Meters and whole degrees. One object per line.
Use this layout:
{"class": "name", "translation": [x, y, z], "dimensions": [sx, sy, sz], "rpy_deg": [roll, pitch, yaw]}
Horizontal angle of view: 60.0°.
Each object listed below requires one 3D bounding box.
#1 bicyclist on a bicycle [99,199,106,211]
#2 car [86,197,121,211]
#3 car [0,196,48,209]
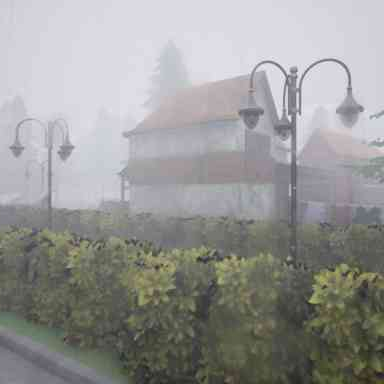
{"class": "bicyclist on a bicycle", "translation": [-7.824, 1.463, 29.502], "dimensions": [1.656, 1.620, 0.582], "rpy_deg": [0, 0, 36]}
{"class": "car", "translation": [-10.100, 1.514, 39.031], "dimensions": [2.097, 1.767, 4.553], "rpy_deg": [0, 0, 37]}
{"class": "car", "translation": [-16.060, 1.383, 30.833], "dimensions": [2.150, 2.045, 5.566], "rpy_deg": [0, 0, 36]}
